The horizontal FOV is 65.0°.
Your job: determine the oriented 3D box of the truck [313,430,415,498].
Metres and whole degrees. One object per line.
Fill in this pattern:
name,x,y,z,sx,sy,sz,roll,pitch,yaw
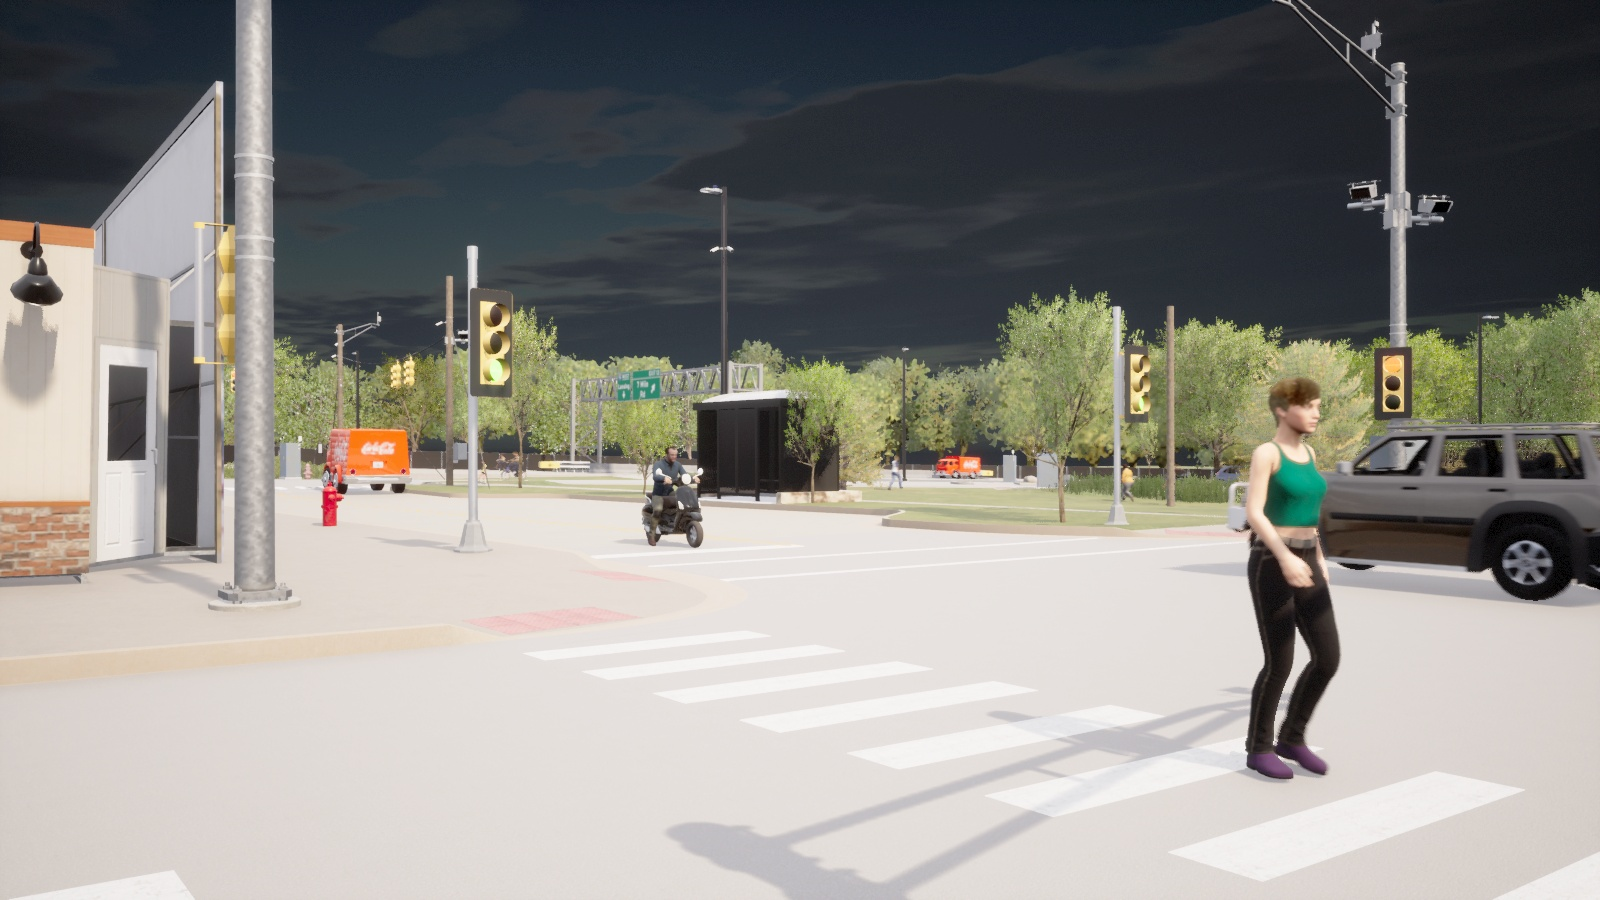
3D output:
truck,-16.951,0.483,48.655,2.627,2.467,5.204,0,1,-32

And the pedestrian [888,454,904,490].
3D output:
pedestrian,4.945,1.113,64.690,0.706,1.836,0.354,0,0,-31

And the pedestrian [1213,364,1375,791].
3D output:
pedestrian,2.247,0.546,5.742,0.345,1.836,0.594,0,0,-31

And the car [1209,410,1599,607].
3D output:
car,7.151,0.558,14.132,1.932,1.855,4.605,0,0,-35

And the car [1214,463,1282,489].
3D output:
car,29.154,1.682,81.772,3.988,1.617,1.851,1,-1,26

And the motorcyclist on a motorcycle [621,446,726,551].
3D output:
motorcyclist on a motorcycle,-2.040,0.744,20.081,0.866,1.590,1.817,0,0,-36

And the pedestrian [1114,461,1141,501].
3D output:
pedestrian,15.306,1.434,58.698,0.874,1.855,0.900,0,0,-41
